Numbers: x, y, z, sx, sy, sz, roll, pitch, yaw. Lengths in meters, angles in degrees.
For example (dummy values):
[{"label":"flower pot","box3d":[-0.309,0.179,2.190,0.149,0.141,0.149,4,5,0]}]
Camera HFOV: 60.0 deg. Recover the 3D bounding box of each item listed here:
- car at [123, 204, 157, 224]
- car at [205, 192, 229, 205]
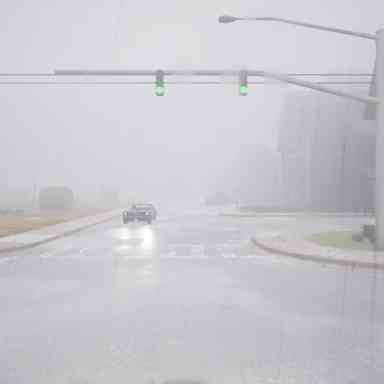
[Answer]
[{"label":"car","box3d":[-3.685,1.522,24.048,1.895,1.301,4.718,0,0,0]},{"label":"car","box3d":[3.932,0.991,52.666,1.905,1.878,3.866,-8,4,-42]}]
